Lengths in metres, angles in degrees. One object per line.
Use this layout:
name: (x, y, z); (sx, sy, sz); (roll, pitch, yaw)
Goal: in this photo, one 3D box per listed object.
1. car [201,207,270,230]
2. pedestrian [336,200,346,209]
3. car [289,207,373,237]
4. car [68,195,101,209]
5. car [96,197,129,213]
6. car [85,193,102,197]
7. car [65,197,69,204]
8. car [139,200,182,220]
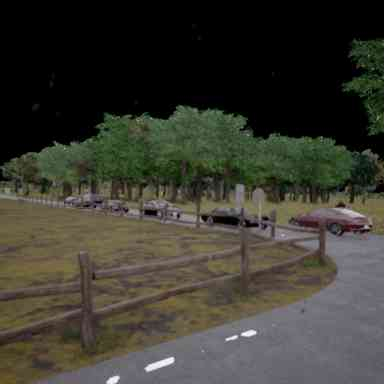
car: (2.645, 1.571, 20.411); (1.895, 1.301, 4.718); (2, -1, -35)
pedestrian: (9.456, 1.369, 21.146); (0.375, 1.860, 0.375); (2, -1, -35)
car: (7.471, 1.557, 18.312); (1.812, 1.442, 4.674); (2, -1, -28)
car: (-14.394, 1.506, 44.487); (2.033, 1.411, 5.357); (2, -1, -35)
car: (-8.412, 1.527, 35.997); (1.994, 1.385, 4.181); (2, -1, -36)
car: (-15.356, 1.242, 50.882); (2.150, 2.045, 5.566); (2, -1, -36)
car: (-21.550, 1.522, 59.589); (1.812, 1.442, 4.674); (2, -1, -34)
car: (-2.722, 1.458, 27.979); (2.128, 1.511, 4.902); (2, -1, -35)
